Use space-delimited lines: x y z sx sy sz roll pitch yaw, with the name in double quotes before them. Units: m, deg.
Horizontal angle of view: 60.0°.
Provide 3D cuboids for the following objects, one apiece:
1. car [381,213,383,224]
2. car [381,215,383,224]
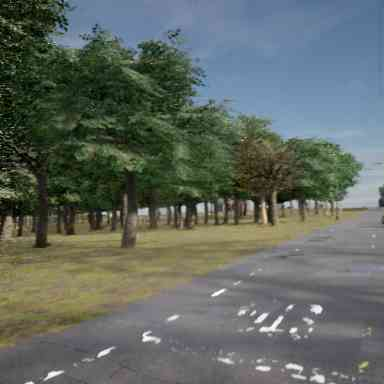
"car" 26.411 3.495 44.389 2.033 1.411 5.357 -3 -5 29
"car" 21.323 2.956 35.177 1.812 1.442 4.674 -3 -4 30
